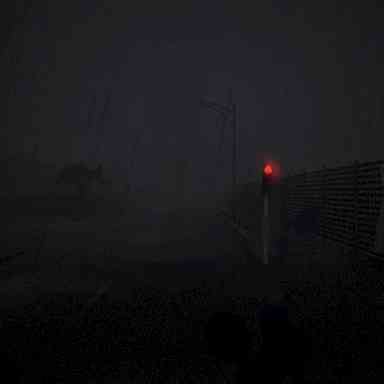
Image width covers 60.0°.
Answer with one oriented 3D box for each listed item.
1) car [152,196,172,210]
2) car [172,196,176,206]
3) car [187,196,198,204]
[{"bbox_3d":[-4.029,1.564,43.362,1.994,1.385,4.181,0,0,0],"label":"car"},{"bbox_3d":[-4.007,1.478,53.433,1.882,1.535,5.008,0,0,0],"label":"car"},{"bbox_3d":[0.101,1.505,63.160,1.837,1.490,4.892,0,0,0],"label":"car"}]
